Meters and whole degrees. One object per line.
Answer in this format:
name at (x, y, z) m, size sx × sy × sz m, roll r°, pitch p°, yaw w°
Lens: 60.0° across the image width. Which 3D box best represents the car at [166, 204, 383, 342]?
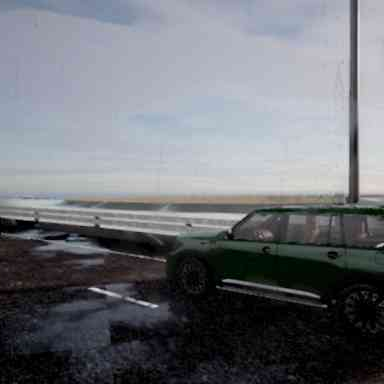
car at (2.053, 1.261, 6.825) m, size 5.566 × 2.045 × 2.150 m, roll 0°, pitch 0°, yaw 36°
